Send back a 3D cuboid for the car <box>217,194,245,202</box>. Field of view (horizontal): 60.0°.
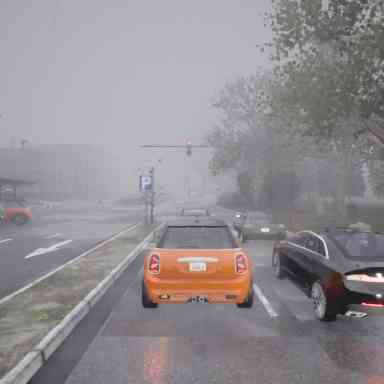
[{"bbox_3d":[8.134,1.262,69.574,5.366,1.575,1.946,1,0,-13],"label":"car"}]

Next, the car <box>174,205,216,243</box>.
[{"bbox_3d":[0.153,1.531,17.179,1.837,1.490,4.892,0,0,1],"label":"car"}]

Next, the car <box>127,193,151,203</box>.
[{"bbox_3d":[-10.772,1.195,66.942,4.553,1.767,2.185,-1,0,-14],"label":"car"}]

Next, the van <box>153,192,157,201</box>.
[{"bbox_3d":[-10.310,1.092,69.983,4.442,1.987,1.878,-1,0,-14],"label":"van"}]

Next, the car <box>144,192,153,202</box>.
[{"bbox_3d":[-10.863,1.314,63.990,5.366,1.575,1.946,-1,0,-15],"label":"car"}]

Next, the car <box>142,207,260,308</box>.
[{"bbox_3d":[0.104,1.363,8.094,2.097,1.767,4.553,0,0,0],"label":"car"}]

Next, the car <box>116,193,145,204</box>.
[{"bbox_3d":[-11.504,1.357,60.997,4.792,1.488,2.163,-1,0,-15],"label":"car"}]

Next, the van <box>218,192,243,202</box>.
[{"bbox_3d":[7.221,1.041,63.610,4.442,1.987,1.878,1,0,-14],"label":"van"}]

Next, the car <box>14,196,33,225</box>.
[{"bbox_3d":[-13.650,1.402,23.189,4.553,1.767,2.185,-1,0,-19],"label":"car"}]

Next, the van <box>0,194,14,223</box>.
[{"bbox_3d":[-13.623,1.296,20.211,4.442,1.987,1.878,-1,0,-20],"label":"van"}]

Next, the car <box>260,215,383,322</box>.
[{"bbox_3d":[3.102,1.501,7.217,2.128,1.511,4.902,0,0,0],"label":"car"}]

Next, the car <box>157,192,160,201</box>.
[{"bbox_3d":[-10.085,1.320,72.954,4.892,1.521,2.231,-1,0,-14],"label":"car"}]

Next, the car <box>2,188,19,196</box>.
[{"bbox_3d":[-28.216,0.136,51.849,2.002,1.452,4.674,6,-3,-19],"label":"car"}]

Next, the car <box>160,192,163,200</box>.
[{"bbox_3d":[-9.715,1.358,75.949,4.674,1.452,2.002,-1,0,-13],"label":"car"}]

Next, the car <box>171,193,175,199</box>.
[{"bbox_3d":[-8.089,1.063,87.941,5.566,2.045,2.435,-1,0,-12],"label":"car"}]

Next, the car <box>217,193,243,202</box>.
[{"bbox_3d":[7.601,1.140,66.580,4.553,1.767,2.185,1,0,-14],"label":"car"}]

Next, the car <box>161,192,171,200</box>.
[{"bbox_3d":[-8.536,1.356,84.934,4.674,1.452,2.002,-1,0,-12],"label":"car"}]

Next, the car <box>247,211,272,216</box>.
[{"bbox_3d":[3.144,1.587,16.129,1.994,1.385,4.181,0,0,1],"label":"car"}]
